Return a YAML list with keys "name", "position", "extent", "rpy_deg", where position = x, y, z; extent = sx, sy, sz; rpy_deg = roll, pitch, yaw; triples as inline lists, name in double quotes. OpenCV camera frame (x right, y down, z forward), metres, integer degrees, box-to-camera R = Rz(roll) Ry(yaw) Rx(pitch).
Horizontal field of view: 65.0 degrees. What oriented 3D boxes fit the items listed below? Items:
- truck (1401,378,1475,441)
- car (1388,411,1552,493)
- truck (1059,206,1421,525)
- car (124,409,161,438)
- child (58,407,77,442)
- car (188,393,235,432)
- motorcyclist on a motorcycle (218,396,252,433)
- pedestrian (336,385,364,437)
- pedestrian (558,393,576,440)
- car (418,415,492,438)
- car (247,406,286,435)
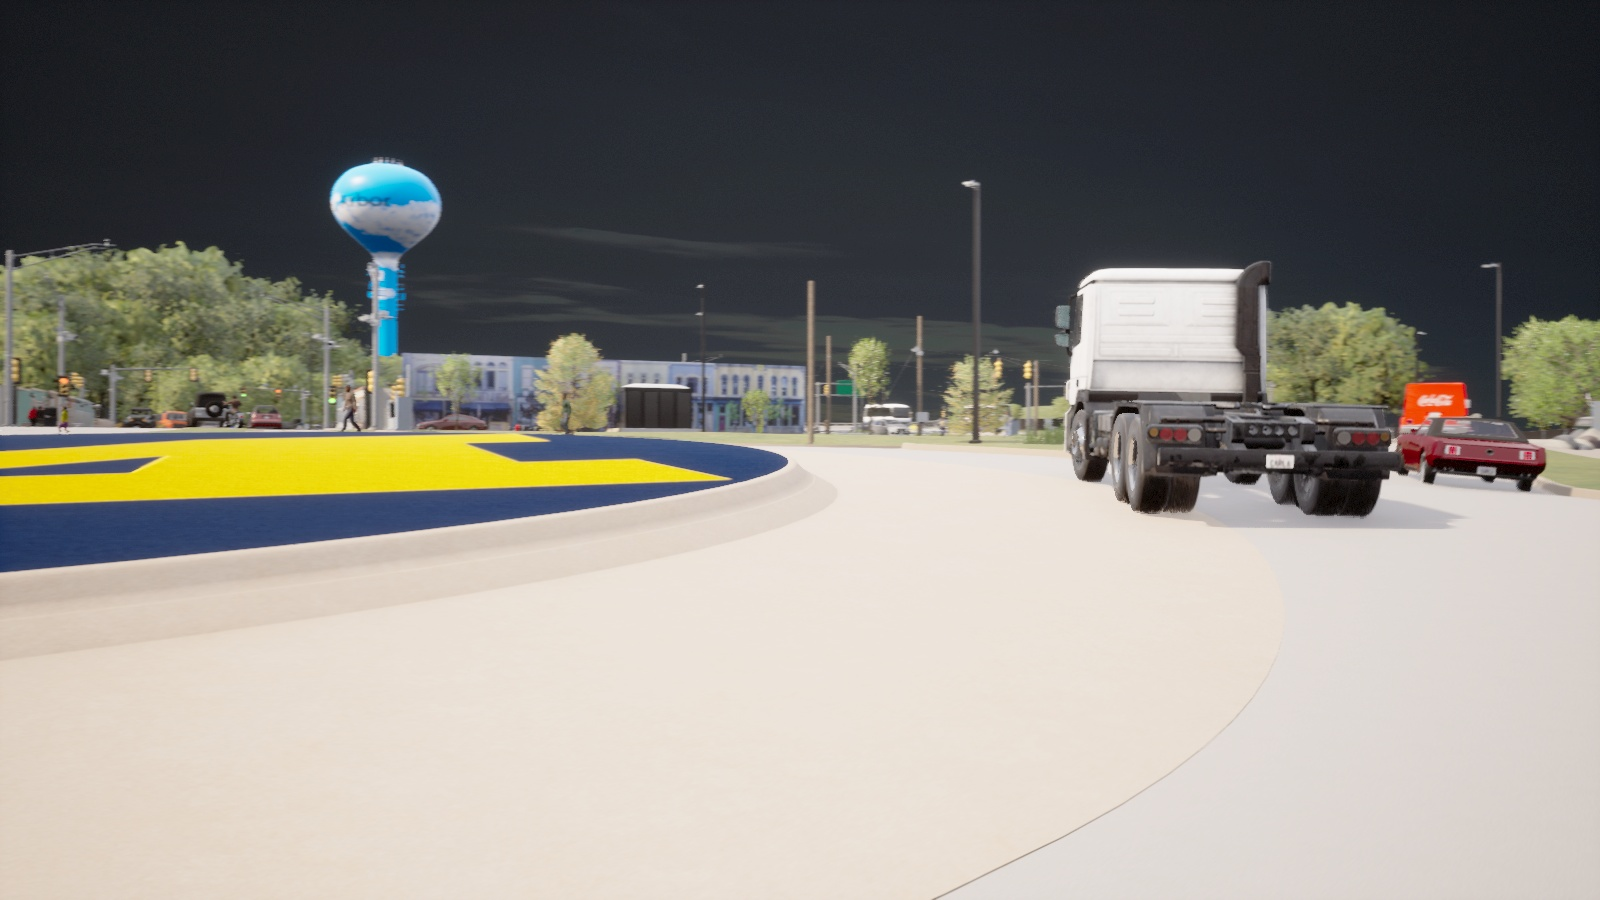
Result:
- name: "truck"
  position: [26.752, -1.639, 52.577]
  extent: [2.627, 2.467, 5.204]
  rpy_deg: [0, 1, 28]
- name: "car"
  position: [12.983, -0.046, 24.636]
  extent: [1.895, 1.301, 4.718]
  rpy_deg: [5, 3, 17]
- name: "truck"
  position: [5.609, -1.121, 17.723]
  extent: [2.891, 3.462, 7.936]
  rpy_deg: [1, 3, 5]
- name: "car"
  position: [-45.907, -1.835, 87.729]
  extent: [1.905, 1.878, 3.866]
  rpy_deg: [0, 0, -22]
- name: "child"
  position: [-24.301, -0.855, 41.673]
  extent: [0.473, 1.160, 0.299]
  rpy_deg: [0, 0, 3]
- name: "car"
  position: [-30.205, -1.886, 64.431]
  extent: [1.905, 1.878, 3.866]
  rpy_deg: [0, 0, -29]
- name: "motorcyclist on a motorcycle"
  position: [-25.522, -1.589, 56.699]
  extent: [0.766, 1.649, 2.350]
  rpy_deg: [0, 1, -41]
- name: "pedestrian"
  position: [-15.978, -1.385, 44.598]
  extent: [0.869, 1.805, 0.328]
  rpy_deg: [0, 0, -39]
- name: "pedestrian"
  position: [-9.146, -1.318, 49.295]
  extent: [0.614, 1.847, 0.353]
  rpy_deg: [0, 0, -31]
- name: "car"
  position: [-23.628, -1.603, 85.917]
  extent: [4.674, 1.442, 1.812]
  rpy_deg: [0, 0, -23]
- name: "car"
  position: [-32.301, -1.775, 76.002]
  extent: [1.851, 1.617, 3.988]
  rpy_deg: [0, 0, -27]
